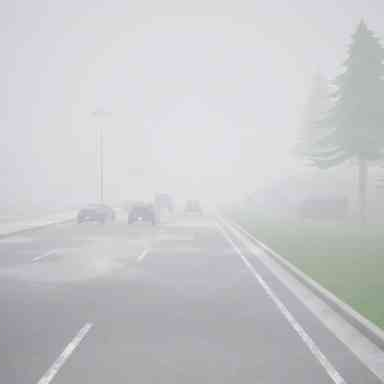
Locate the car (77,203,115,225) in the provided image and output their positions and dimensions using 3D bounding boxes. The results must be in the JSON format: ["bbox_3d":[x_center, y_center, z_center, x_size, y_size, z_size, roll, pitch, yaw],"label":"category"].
[{"bbox_3d":[-6.898,1.526,24.179,1.812,1.442,4.674,0,0,0],"label":"car"}]

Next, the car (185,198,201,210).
[{"bbox_3d":[0.140,1.547,44.510,2.033,1.411,5.357,0,0,1],"label":"car"}]

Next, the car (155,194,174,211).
[{"bbox_3d":[-3.394,1.221,40.118,2.150,2.045,5.566,0,0,0],"label":"car"}]

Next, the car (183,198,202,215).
[{"bbox_3d":[0.097,1.547,34.435,2.033,1.411,5.357,0,0,0],"label":"car"}]

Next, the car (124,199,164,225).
[{"bbox_3d":[-3.398,1.503,24.270,1.837,1.490,4.892,0,0,0],"label":"car"}]

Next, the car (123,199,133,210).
[{"bbox_3d":[-6.889,1.563,39.612,1.994,1.385,4.181,0,0,0],"label":"car"}]
